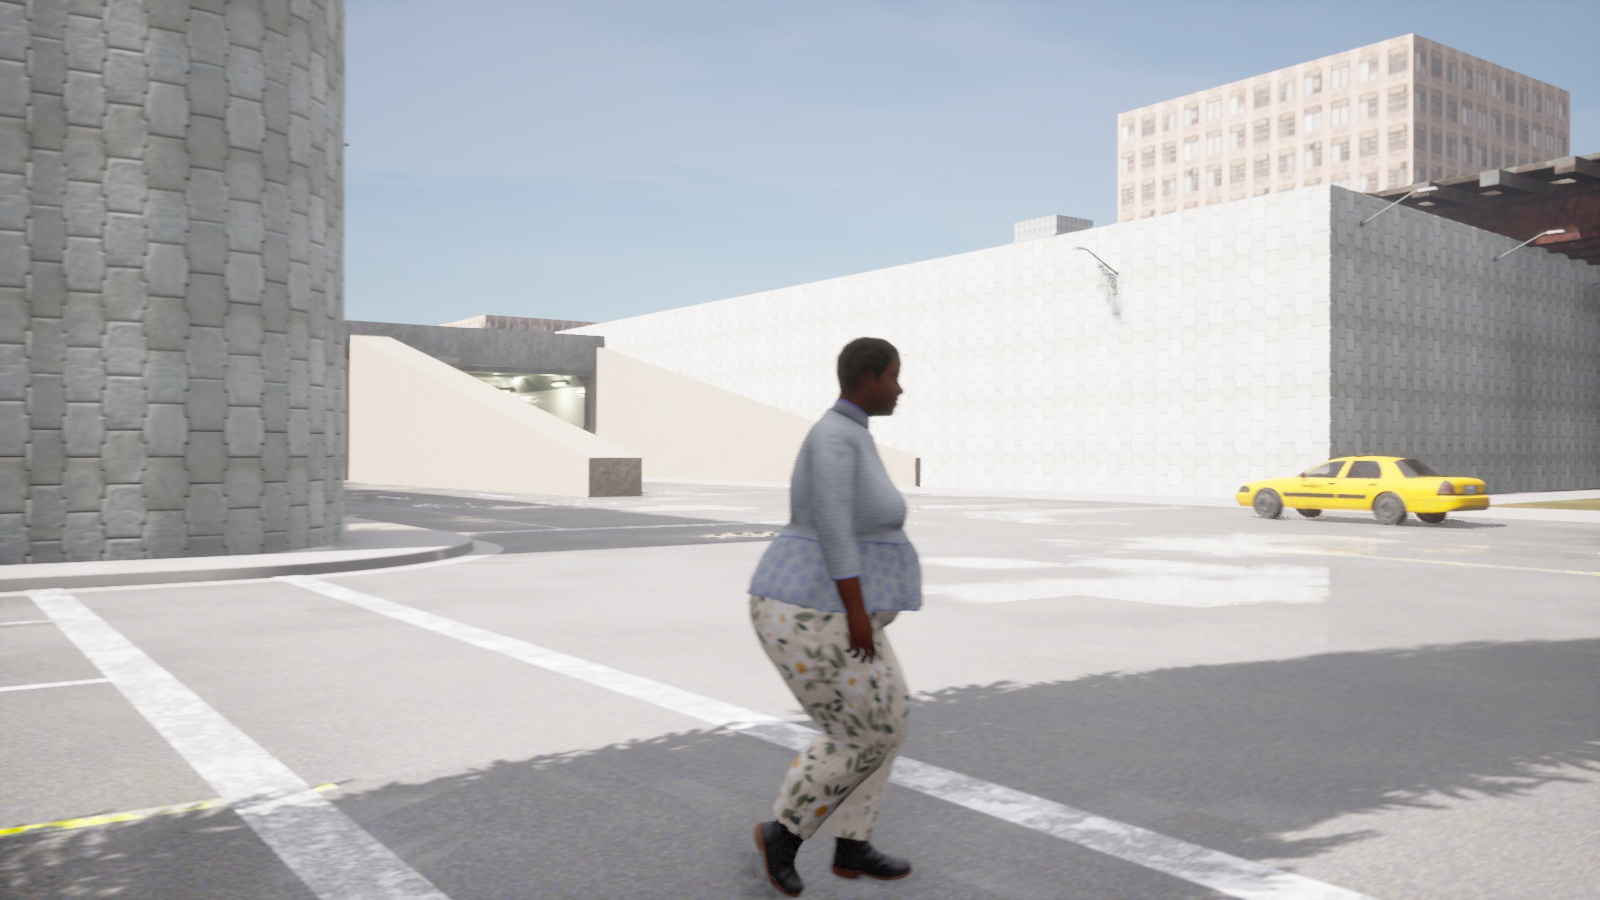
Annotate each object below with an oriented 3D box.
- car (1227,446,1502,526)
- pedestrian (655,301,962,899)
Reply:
[{"bbox_3d":[12.214,0.726,27.584,1.801,1.575,5.366,0,0,-34],"label":"car"},{"bbox_3d":[0.073,0.500,4.100,0.900,1.855,0.874,0,0,7],"label":"pedestrian"}]
